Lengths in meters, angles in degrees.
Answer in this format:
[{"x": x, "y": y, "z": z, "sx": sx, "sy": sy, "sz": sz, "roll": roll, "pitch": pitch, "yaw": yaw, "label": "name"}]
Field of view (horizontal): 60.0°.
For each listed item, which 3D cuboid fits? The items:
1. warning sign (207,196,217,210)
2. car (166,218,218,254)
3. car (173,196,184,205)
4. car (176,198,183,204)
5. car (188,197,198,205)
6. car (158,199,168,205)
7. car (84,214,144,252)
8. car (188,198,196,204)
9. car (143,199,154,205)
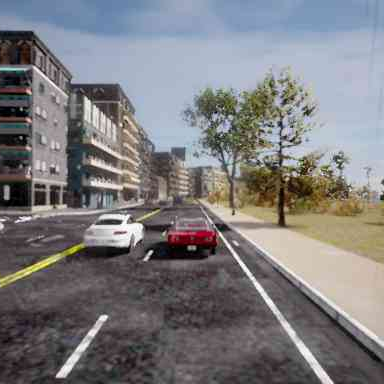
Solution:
[{"x": 2.849, "y": 1.565, "z": 47.653, "sx": 1.300, "sy": 1.860, "sz": 1.060, "roll": -1, "pitch": -1, "yaw": 0, "label": "warning sign"}, {"x": 0.004, "y": 1.734, "z": 14.115, "sx": 1.895, "sy": 1.301, "sz": 4.718, "roll": 0, "pitch": 0, "yaw": 0, "label": "car"}, {"x": -3.238, "y": 1.936, "z": 76.076, "sx": 2.150, "sy": 2.045, "sz": 5.566, "roll": 0, "pitch": -1, "yaw": 0, "label": "car"}, {"x": -3.237, "y": 2.257, "z": 87.715, "sx": 1.837, "sy": 1.490, "sz": 4.892, "roll": 0, "pitch": -1, "yaw": 0, "label": "car"}, {"x": 0.012, "y": 2.188, "z": 76.044, "sx": 1.882, "sy": 1.535, "sz": 5.008, "roll": 0, "pitch": -1, "yaw": 0, "label": "car"}, {"x": -6.489, "y": 2.301, "z": 74.769, "sx": 1.895, "sy": 1.301, "sz": 4.718, "roll": 0, "pitch": -1, "yaw": 0, "label": "car"}, {"x": -3.243, "y": 1.662, "z": 14.372, "sx": 1.812, "sy": 1.442, "sz": 4.674, "roll": 0, "pitch": 0, "yaw": 0, "label": "car"}, {"x": 0.013, "y": 2.352, "z": 87.744, "sx": 1.895, "sy": 1.301, "sz": 4.718, "roll": 0, "pitch": -1, "yaw": 0, "label": "car"}, {"x": -9.739, "y": 2.230, "z": 74.800, "sx": 1.812, "sy": 1.442, "sz": 4.674, "roll": 0, "pitch": -1, "yaw": 0, "label": "car"}]
